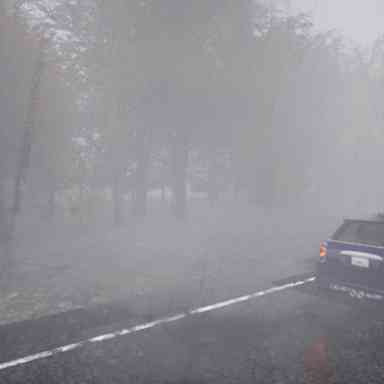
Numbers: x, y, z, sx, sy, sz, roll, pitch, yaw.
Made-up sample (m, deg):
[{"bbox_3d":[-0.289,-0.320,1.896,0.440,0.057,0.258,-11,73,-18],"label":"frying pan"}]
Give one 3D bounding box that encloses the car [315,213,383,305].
[{"bbox_3d":[4.690,1.213,7.091,4.553,1.767,2.097,-1,1,-35],"label":"car"}]
